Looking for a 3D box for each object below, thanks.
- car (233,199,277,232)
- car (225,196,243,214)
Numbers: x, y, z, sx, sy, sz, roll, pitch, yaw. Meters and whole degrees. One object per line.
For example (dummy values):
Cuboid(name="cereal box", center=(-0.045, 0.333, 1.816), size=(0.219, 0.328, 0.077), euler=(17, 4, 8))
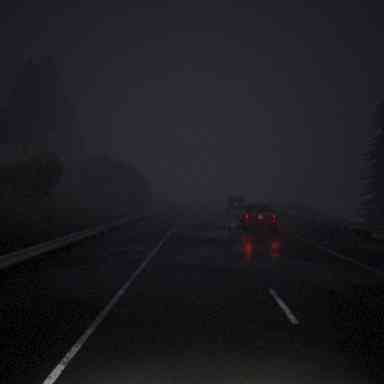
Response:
Cuboid(name="car", center=(4.116, 1.532, 21.831), size=(2.097, 1.767, 4.553), euler=(0, -1, 2))
Cuboid(name="car", center=(5.269, 1.551, 40.579), size=(2.150, 2.045, 5.566), euler=(0, -1, 5))
